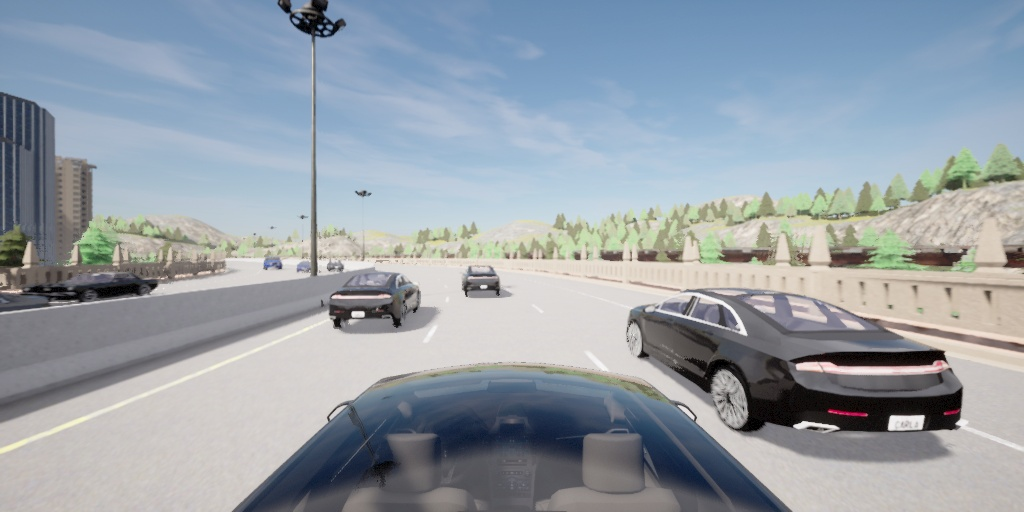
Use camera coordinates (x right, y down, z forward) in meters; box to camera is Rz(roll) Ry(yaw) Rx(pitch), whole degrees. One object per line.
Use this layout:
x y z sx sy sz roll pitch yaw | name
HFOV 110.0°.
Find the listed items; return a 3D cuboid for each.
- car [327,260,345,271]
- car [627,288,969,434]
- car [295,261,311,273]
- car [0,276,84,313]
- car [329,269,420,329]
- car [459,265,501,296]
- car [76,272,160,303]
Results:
-23.860 1.330 48.560 2.128 1.511 4.902 0 0 -31 | car
3.335 1.231 5.529 2.128 1.511 4.902 0 0 -2 | car
-25.654 1.369 44.625 1.812 1.442 4.674 0 0 -29 | car
-10.875 1.279 5.783 2.128 1.511 4.902 0 0 -3 | car
-4.128 1.257 11.442 2.128 1.511 4.902 0 0 -6 | car
-1.775 1.251 19.445 2.128 1.511 4.902 0 0 -10 | car
-19.156 1.418 16.610 1.895 1.301 4.718 0 0 -11 | car
